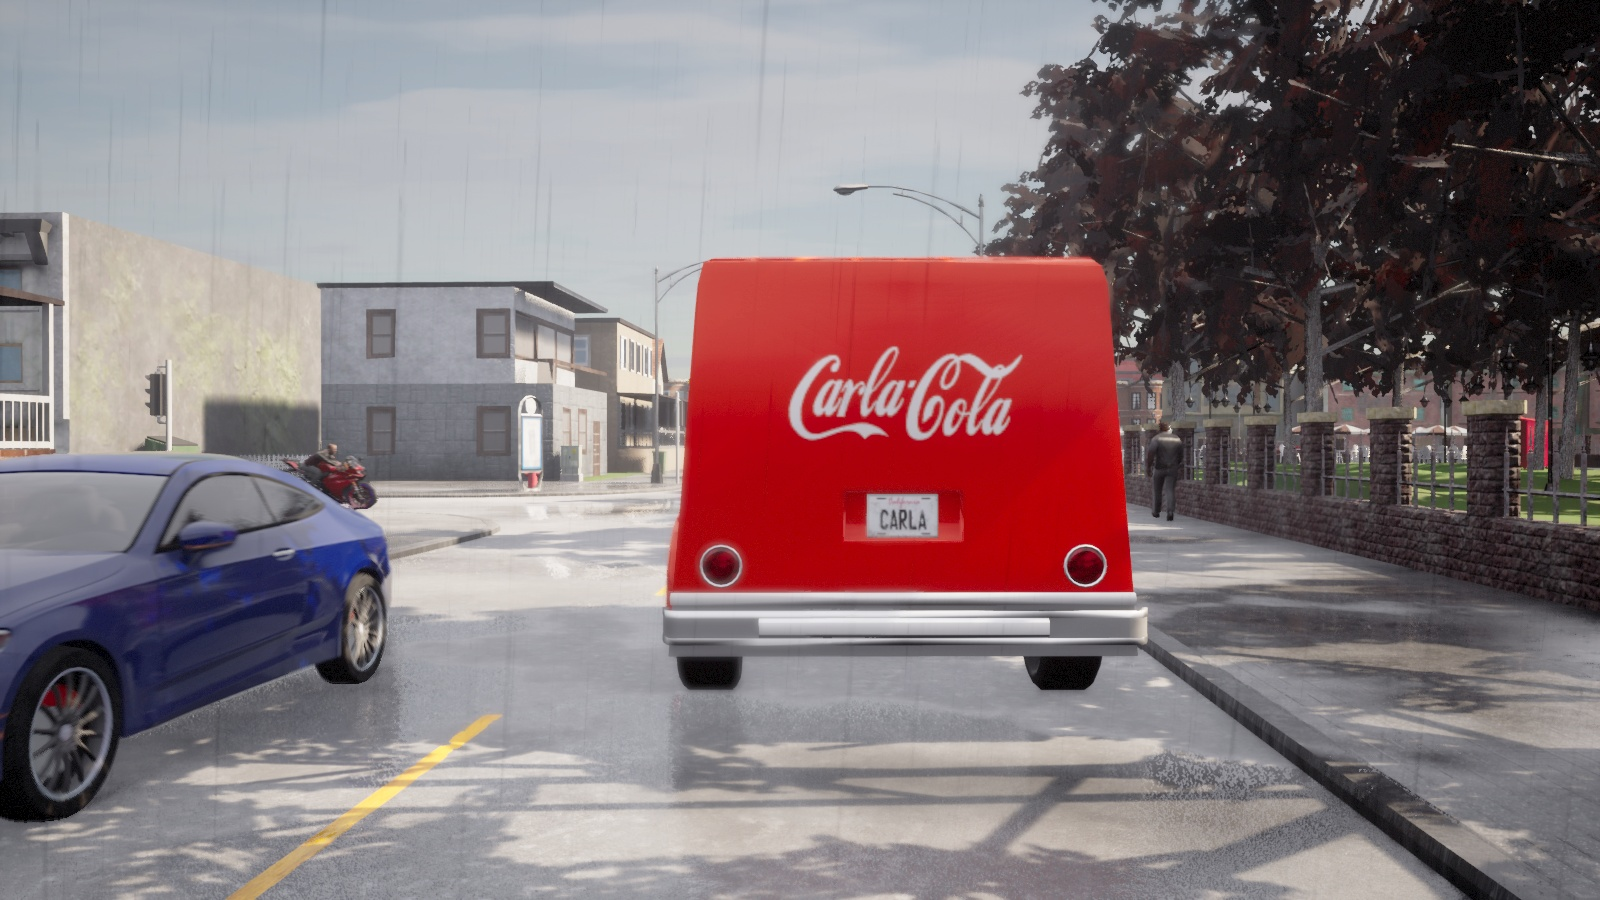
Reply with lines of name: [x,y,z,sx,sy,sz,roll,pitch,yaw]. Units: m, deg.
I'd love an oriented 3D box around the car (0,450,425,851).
car: [-3.695,0.732,6.535,1.812,1.442,4.674,0,0,4]

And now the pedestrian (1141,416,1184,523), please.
pedestrian: [6.501,0.334,22.535,0.563,1.883,0.849,0,0,3]

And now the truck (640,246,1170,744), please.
truck: [0.519,0.210,8.828,2.627,2.467,5.204,0,0,0]

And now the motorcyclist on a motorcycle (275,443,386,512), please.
motorcyclist on a motorcycle: [-10.567,0.613,28.320,2.191,1.530,0.866,0,0,3]
